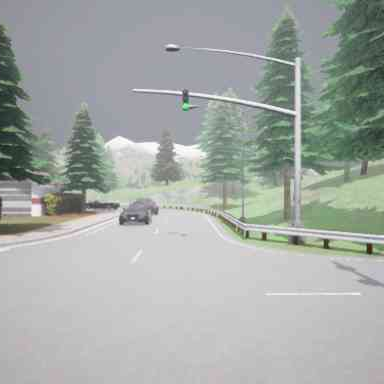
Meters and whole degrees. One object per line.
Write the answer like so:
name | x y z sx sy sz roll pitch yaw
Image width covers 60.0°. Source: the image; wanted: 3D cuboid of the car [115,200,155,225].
car | -3.992 1.556 24.010 1.994 1.385 4.181 0 0 -2

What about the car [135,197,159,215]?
car | -4.828 1.341 33.800 2.097 1.767 4.553 0 0 -19

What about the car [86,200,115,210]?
car | -11.403 1.595 41.538 4.718 1.301 1.895 0 0 14
